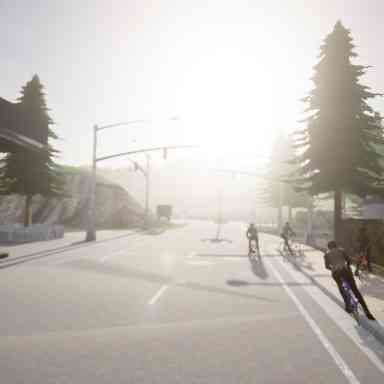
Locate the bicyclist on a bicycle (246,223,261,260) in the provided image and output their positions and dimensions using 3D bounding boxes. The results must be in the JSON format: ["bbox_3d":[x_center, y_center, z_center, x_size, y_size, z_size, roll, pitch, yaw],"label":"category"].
[{"bbox_3d":[2.793,2.286,15.482,0.582,1.620,1.656,2,-3,-3],"label":"bicyclist on a bicycle"}]

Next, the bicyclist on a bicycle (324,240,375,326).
[{"bbox_3d":[3.159,1.818,6.918,0.582,1.620,1.656,-20,-12,21],"label":"bicyclist on a bicycle"}]

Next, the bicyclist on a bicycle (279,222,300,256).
[{"bbox_3d":[4.718,2.280,16.276,1.656,1.620,0.582,-1,-11,-38],"label":"bicyclist on a bicycle"}]

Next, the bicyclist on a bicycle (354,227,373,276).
[{"bbox_3d":[5.449,1.949,10.581,0.582,1.620,1.656,-1,-3,36],"label":"bicyclist on a bicycle"}]
